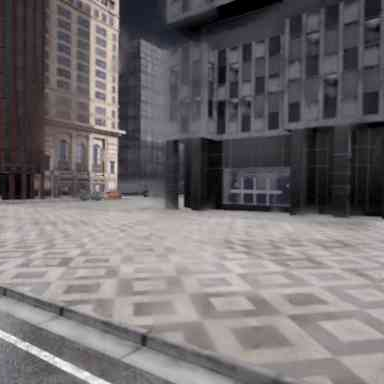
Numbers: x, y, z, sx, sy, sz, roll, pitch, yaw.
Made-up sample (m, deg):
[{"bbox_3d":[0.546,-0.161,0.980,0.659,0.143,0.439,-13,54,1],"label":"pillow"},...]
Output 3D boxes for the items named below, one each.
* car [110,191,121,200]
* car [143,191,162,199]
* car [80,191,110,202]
[{"bbox_3d":[-16.269,0.675,65.904,2.097,1.767,4.553,1,1,35],"label":"car"},{"bbox_3d":[-8.514,0.619,71.847,1.837,1.490,4.892,1,1,35],"label":"car"},{"bbox_3d":[-17.511,0.971,58.822,1.837,1.490,4.892,1,1,35],"label":"car"}]
